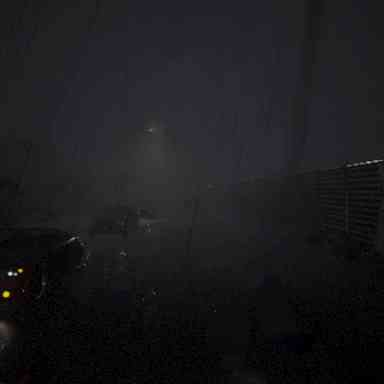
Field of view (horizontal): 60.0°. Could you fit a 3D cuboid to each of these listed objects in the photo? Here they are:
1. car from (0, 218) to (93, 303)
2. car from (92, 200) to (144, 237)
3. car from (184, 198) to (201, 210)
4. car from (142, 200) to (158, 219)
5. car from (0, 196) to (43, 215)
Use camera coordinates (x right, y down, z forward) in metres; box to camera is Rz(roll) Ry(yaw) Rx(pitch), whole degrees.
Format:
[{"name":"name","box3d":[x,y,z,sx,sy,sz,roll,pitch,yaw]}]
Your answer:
[{"name":"car","box3d":[-4.100,1.552,8.052,1.994,1.385,4.181,0,0,0]},{"name":"car","box3d":[-4.095,1.451,18.140,1.882,1.535,5.008,0,0,0]},{"name":"car","box3d":[0.075,1.448,40.852,1.837,1.490,4.892,0,0,0]},{"name":"car","box3d":[-4.059,1.437,28.403,1.882,1.535,5.008,0,0,0]},{"name":"car","box3d":[-14.566,1.133,28.106,3.633,1.501,1.845,0,0,-3]}]
